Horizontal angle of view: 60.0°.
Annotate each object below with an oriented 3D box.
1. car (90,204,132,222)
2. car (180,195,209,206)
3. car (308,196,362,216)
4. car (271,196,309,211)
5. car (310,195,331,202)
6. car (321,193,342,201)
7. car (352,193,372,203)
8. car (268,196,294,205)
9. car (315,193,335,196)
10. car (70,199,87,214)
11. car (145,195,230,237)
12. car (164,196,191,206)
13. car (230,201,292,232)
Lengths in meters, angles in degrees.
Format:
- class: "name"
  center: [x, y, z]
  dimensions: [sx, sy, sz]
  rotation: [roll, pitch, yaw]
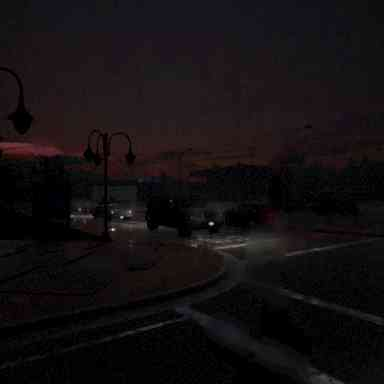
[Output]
- class: "car"
  center: [-6.647, 1.619, 27.116]
  dimensions: [1.895, 1.301, 4.718]
  rotation: [0, 0, -36]
- class: "car"
  center: [0.293, 1.355, 53.162]
  dimensions: [2.152, 1.636, 5.027]
  rotation: [0, 0, -36]
- class: "car"
  center: [12.888, 1.397, 30.105]
  dimensions: [1.845, 1.501, 3.633]
  rotation: [0, 0, -36]
- class: "car"
  center: [11.008, 1.409, 37.877]
  dimensions: [1.970, 1.475, 3.806]
  rotation: [0, 0, -36]
- class: "car"
  center: [28.158, 1.396, 73.089]
  dimensions: [1.970, 1.475, 3.806]
  rotation: [0, 0, -36]
- class: "car"
  center: [31.220, 1.113, 74.521]
  dimensions: [1.905, 1.878, 3.866]
  rotation: [0, 0, -36]
- class: "car"
  center: [33.111, 1.132, 66.206]
  dimensions: [1.932, 1.855, 4.605]
  rotation: [0, 0, -36]
- class: "car"
  center: [14.393, 1.348, 53.789]
  dimensions: [1.845, 1.501, 3.633]
  rotation: [0, 0, -36]
- class: "car"
  center: [22.555, 1.329, 59.555]
  dimensions: [2.007, 1.523, 4.514]
  rotation: [0, 0, -36]
- class: "car"
  center: [-12.729, 1.510, 35.511]
  dimensions: [2.128, 1.511, 4.902]
  rotation: [0, 0, -36]
- class: "car"
  center: [-0.650, 1.241, 18.875]
  dimensions: [2.150, 2.045, 5.566]
  rotation: [0, 0, -36]
- class: "car"
  center: [-2.231, 1.363, 51.298]
  dimensions: [2.007, 1.523, 4.514]
  rotation: [0, 0, -36]
- class: "car"
  center: [3.218, 1.511, 20.251]
  dimensions: [2.128, 1.511, 4.902]
  rotation: [0, 0, -39]
